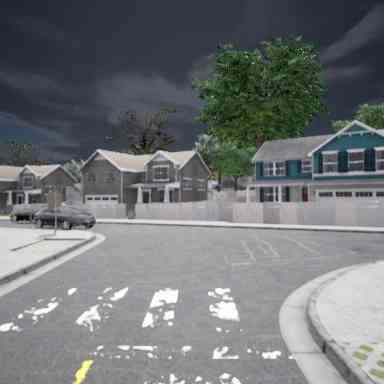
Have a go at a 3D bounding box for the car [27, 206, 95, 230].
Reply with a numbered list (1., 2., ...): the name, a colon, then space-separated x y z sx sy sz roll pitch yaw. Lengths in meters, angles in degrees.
1. car: -8.550 1.709 22.170 4.892 1.490 1.837 -2 -2 32

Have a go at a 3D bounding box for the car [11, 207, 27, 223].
1. car: -13.715 1.962 28.850 4.902 1.511 2.128 -2 -2 31
